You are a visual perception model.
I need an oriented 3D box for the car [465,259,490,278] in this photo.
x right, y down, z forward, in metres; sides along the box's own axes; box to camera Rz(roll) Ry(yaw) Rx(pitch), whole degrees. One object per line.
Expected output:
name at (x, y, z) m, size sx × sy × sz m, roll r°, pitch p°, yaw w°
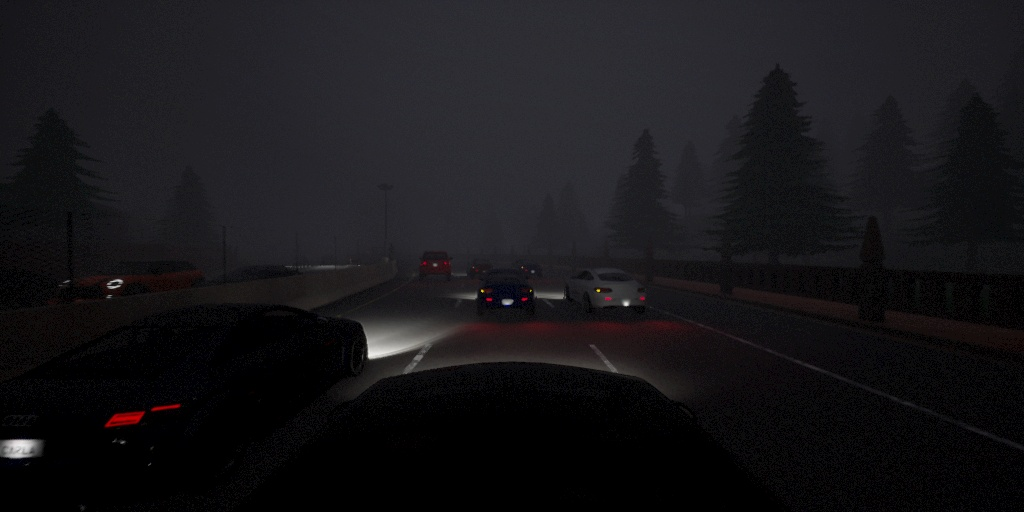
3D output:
car at (-2.513, 0.920, 28.269) m, size 1.812 × 1.442 × 4.674 m, roll 0°, pitch 1°, yaw -12°

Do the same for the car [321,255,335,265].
car at (-27.026, 0.557, 52.713) m, size 2.128 × 1.511 × 4.902 m, roll 0°, pitch 1°, yaw -30°

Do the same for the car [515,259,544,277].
car at (1.052, 0.920, 28.325) m, size 1.812 × 1.442 × 4.674 m, roll 0°, pitch 1°, yaw -12°

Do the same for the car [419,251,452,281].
car at (-5.611, 0.641, 26.345) m, size 2.150 × 2.045 × 5.566 m, roll 0°, pitch 1°, yaw -11°

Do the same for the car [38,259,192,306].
car at (-14.658, 0.934, 14.152) m, size 2.097 × 1.767 × 4.553 m, roll 0°, pitch 1°, yaw -6°

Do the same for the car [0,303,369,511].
car at (-3.441, 1.276, 4.495) m, size 1.994 × 1.385 × 4.181 m, roll 0°, pitch 1°, yaw -1°

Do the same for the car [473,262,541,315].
car at (-0.291, 1.129, 12.682) m, size 1.812 × 1.442 × 4.674 m, roll 0°, pitch 1°, yaw -4°

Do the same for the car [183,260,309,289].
car at (-11.243, 1.106, 15.930) m, size 2.033 × 1.411 × 5.357 m, roll 0°, pitch 1°, yaw -6°

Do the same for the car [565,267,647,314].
car at (3.202, 1.127, 12.854) m, size 1.812 × 1.442 × 4.674 m, roll 0°, pitch 1°, yaw -4°

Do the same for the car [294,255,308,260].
car at (-30.294, 0.629, 51.519) m, size 2.033 × 1.411 × 5.357 m, roll 0°, pitch 1°, yaw -30°

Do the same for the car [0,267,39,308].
car at (-17.917, 1.123, 11.471) m, size 1.837 × 1.490 × 4.892 m, roll 0°, pitch 1°, yaw -4°

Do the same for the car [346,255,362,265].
car at (-24.168, 0.516, 54.777) m, size 1.882 × 1.535 × 5.008 m, roll 0°, pitch 1°, yaw -30°
